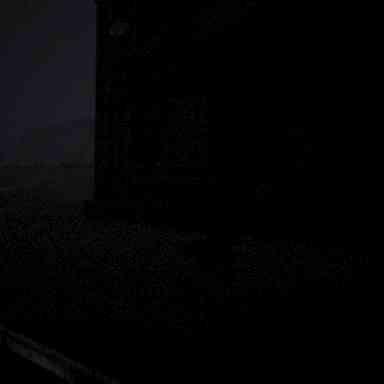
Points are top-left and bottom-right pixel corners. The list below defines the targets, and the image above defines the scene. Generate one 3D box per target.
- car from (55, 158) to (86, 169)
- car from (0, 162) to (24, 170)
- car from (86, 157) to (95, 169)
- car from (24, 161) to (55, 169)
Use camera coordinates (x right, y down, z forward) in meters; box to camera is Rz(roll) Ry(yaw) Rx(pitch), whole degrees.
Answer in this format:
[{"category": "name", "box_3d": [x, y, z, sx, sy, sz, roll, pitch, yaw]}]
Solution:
[{"category": "car", "box_3d": [-14.340, -3.414, 41.776, 4.553, 1.767, 2.185, 1, 1, 26]}, {"category": "car", "box_3d": [-24.249, -3.486, 46.684, 4.674, 1.452, 2.002, 1, 1, 28]}, {"category": "car", "box_3d": [-9.241, -3.389, 39.433, 5.566, 2.045, 2.435, 2, 1, 25]}, {"category": "car", "box_3d": [-19.419, -3.418, 44.223, 4.892, 1.521, 2.231, 1, 1, 27]}]
